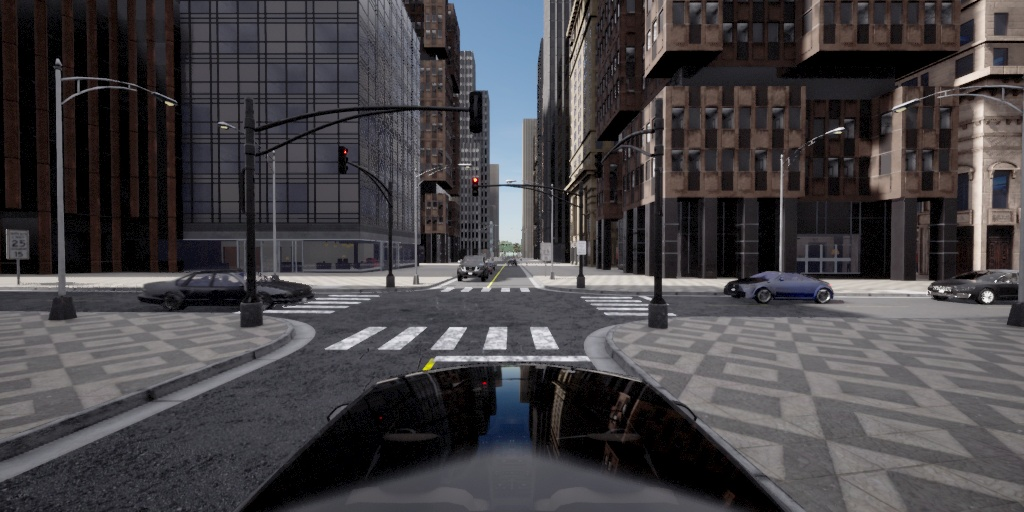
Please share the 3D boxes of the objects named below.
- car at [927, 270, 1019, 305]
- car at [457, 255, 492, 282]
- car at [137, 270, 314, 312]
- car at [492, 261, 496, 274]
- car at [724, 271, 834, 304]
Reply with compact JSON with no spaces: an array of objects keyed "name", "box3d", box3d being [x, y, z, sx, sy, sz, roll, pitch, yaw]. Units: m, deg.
[{"name":"car","box3d":[22.306,1.404,16.609,4.892,1.490,1.837,0,1,0]},{"name":"car","box3d":[-3.117,0.955,29.549,2.150,2.045,5.566,0,0,0]},{"name":"car","box3d":[-10.527,1.240,13.438,5.357,1.411,2.033,0,1,-3]},{"name":"car","box3d":[-3.116,1.287,39.575,1.994,1.385,4.181,0,0,0]},{"name":"car","box3d":[12.225,1.388,16.585,4.181,1.385,1.994,0,1,0]}]
